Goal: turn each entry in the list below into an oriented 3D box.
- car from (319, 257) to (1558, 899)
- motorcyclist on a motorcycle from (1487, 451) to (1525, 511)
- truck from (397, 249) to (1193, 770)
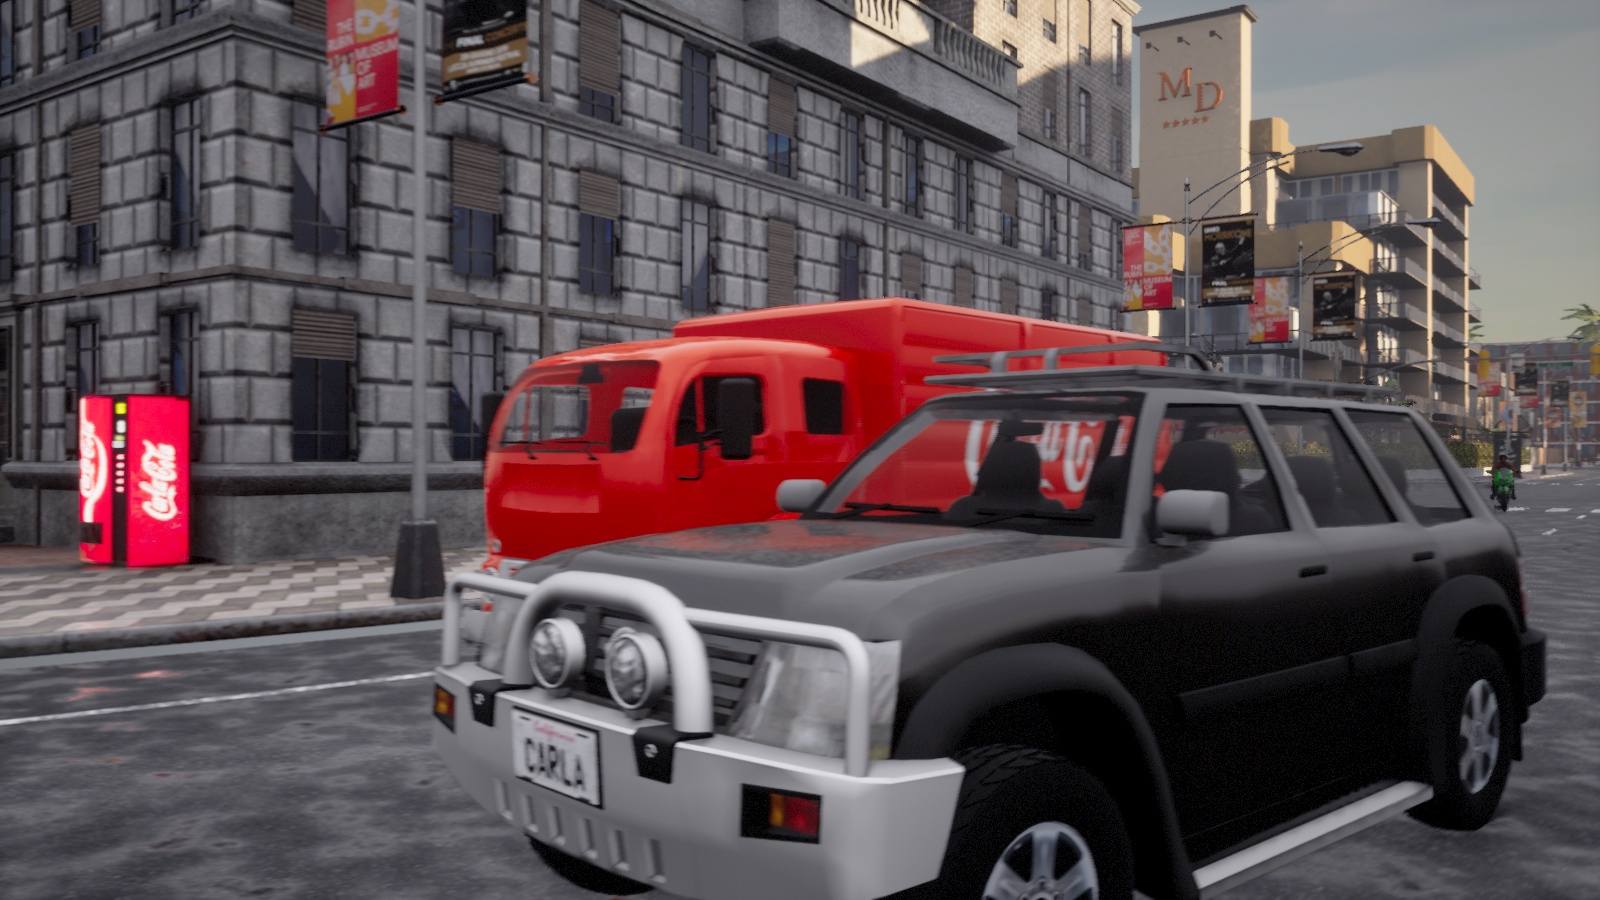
[{"bbox_3d":[0.921,0.574,4.579,4.605,1.855,1.932,0,0,-42],"label":"car"},{"bbox_3d":[18.471,0.785,32.877,0.797,1.523,2.044,-1,-1,28],"label":"motorcyclist on a motorcycle"},{"bbox_3d":[0.260,0.286,8.724,2.627,2.467,5.204,0,0,44],"label":"truck"}]
